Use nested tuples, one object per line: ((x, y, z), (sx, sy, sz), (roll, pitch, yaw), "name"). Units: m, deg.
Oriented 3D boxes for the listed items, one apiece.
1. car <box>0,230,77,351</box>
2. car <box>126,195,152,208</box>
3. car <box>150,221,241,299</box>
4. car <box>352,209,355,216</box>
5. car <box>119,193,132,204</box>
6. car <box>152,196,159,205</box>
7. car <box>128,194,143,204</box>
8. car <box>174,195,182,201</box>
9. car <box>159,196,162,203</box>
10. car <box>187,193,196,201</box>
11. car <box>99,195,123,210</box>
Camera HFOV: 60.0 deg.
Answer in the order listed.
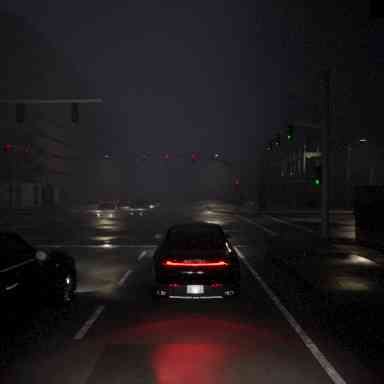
((-3.447, 1.352, 5.095), (2.097, 1.767, 4.553), (0, 0, 0), "car")
((-7.491, 1.547, 47.471), (2.033, 1.411, 5.357), (0, 0, 0), "car")
((0.079, 1.505, 8.419), (1.837, 1.490, 4.892), (0, 0, 0), "car")
((15.966, 1.656, 27.649), (4.718, 1.301, 1.895), (0, 0, 0), "car")
((-10.949, 1.221, 54.108), (2.150, 2.045, 5.566), (0, 0, 1), "car")
((-7.406, 1.478, 57.450), (1.882, 1.535, 5.008), (0, 0, 1), "car")
((-10.803, 1.352, 63.857), (2.097, 1.767, 4.553), (0, 0, 1), "car")
((-3.536, 1.553, 84.211), (1.994, 1.385, 4.181), (0, 0, 1), "car")
((-7.220, 1.547, 67.893), (2.033, 1.411, 5.357), (0, 0, 1), "car")
((-0.034, 1.225, 84.437), (2.150, 2.045, 5.566), (0, 0, 1), "car")
((-10.978, 1.478, 44.288), (1.882, 1.535, 5.008), (0, 0, 0), "car")
